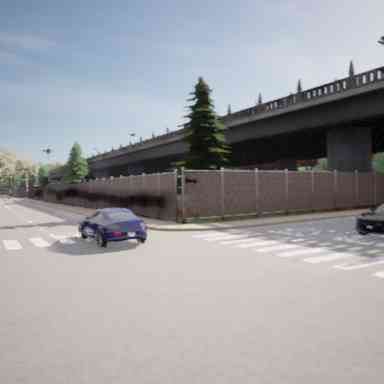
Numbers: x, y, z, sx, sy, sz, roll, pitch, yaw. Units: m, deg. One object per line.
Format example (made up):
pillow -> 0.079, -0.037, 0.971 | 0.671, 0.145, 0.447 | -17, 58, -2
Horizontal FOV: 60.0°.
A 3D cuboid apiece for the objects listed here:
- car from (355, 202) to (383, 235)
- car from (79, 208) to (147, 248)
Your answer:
car -> 9.374, 1.103, 14.932 | 5.008, 1.535, 1.882 | -2, 1, -32
car -> -3.492, 1.413, 14.376 | 1.812, 1.442, 4.674 | -2, 1, -32
